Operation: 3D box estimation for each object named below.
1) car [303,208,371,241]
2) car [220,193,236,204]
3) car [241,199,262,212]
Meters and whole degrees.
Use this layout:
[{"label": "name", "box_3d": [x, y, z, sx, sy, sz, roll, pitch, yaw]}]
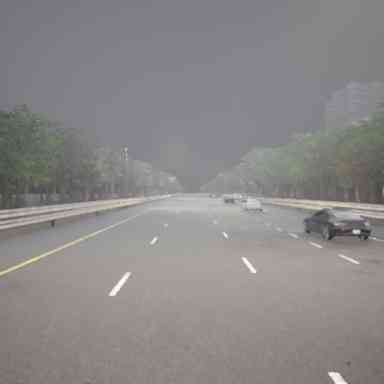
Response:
[{"label": "car", "box_3d": [7.000, 1.535, 16.460, 1.812, 1.442, 4.674, 0, 0, 0]}, {"label": "car", "box_3d": [7.113, 1.529, 64.840, 1.882, 1.535, 5.008, 0, 0, 0]}, {"label": "car", "box_3d": [7.025, 1.555, 39.235, 1.812, 1.442, 4.674, 0, 0, 0]}]
